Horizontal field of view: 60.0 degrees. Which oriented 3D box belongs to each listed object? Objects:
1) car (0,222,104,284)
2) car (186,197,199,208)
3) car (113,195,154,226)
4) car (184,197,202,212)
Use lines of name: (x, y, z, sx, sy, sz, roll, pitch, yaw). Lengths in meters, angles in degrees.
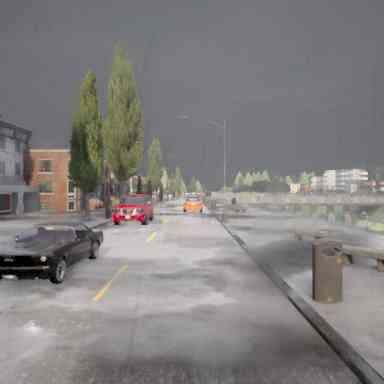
car: (-4.091, 1.601, 9.691, 1.895, 1.301, 4.718, 0, 0, 0)
car: (0.110, 1.526, 48.185, 1.812, 1.442, 4.674, 0, 0, 0)
car: (-4.068, 1.219, 23.882, 2.150, 2.045, 5.566, 0, 0, 0)
car: (0.115, 1.352, 38.290, 2.097, 1.767, 4.553, 0, 0, 0)
